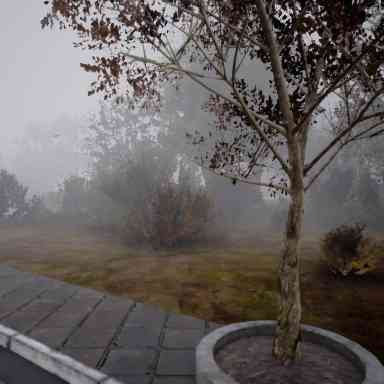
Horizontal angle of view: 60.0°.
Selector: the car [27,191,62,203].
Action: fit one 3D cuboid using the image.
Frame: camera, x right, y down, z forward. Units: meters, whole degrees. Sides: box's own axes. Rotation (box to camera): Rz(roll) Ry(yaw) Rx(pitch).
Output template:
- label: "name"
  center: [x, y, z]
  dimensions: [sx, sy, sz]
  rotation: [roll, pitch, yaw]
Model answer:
- label: "car"
  center: [-18.335, 0.941, 41.832]
  dimensions: [2.150, 2.045, 5.566]
  rotation: [1, 0, 32]
